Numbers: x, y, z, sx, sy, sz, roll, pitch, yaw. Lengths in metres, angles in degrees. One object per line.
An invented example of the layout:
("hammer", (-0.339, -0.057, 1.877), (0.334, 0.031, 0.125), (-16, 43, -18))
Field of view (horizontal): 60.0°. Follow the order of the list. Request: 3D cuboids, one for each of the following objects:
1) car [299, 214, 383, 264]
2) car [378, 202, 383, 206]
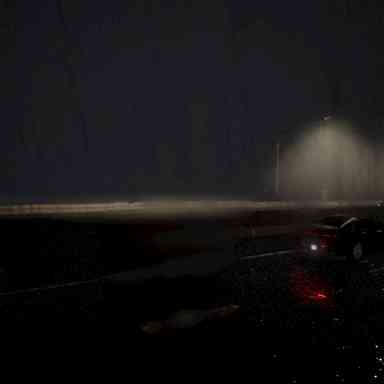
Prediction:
("car", (6.018, 1.593, 12.337), (4.892, 1.490, 1.837), (1, 0, -34))
("car", (29.827, 1.941, 49.994), (4.892, 1.490, 1.837), (1, 0, -33))
